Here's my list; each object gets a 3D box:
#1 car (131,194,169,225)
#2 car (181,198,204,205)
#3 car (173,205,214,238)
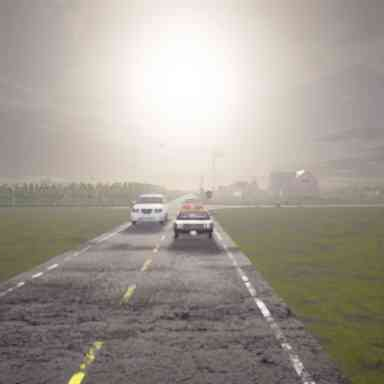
[{"bbox_3d":[-2.880,1.176,23.742,2.150,2.045,5.566,0,0,0],"label":"car"},{"bbox_3d":[0.050,1.294,31.235,2.097,1.767,4.553,0,0,0],"label":"car"},{"bbox_3d":[0.060,1.564,17.264,1.895,1.301,4.718,0,0,0],"label":"car"}]
